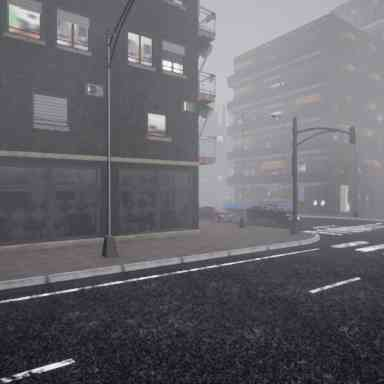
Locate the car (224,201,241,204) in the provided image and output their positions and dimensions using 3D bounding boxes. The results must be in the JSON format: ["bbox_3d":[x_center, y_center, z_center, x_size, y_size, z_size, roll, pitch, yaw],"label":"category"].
[{"bbox_3d":[5.013,1.901,33.826,1.895,1.301,4.718,0,-1,-35],"label":"car"}]

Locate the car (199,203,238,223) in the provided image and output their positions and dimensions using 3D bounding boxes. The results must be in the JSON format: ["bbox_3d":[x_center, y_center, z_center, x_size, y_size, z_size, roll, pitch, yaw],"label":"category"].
[{"bbox_3d":[1.760,1.874,28.656,1.802,1.307,4.206,-1,0,-36],"label":"car"}]

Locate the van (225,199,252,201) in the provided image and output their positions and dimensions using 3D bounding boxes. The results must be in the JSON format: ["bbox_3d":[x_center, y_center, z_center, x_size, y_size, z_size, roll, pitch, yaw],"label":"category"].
[{"bbox_3d":[5.175,1.675,38.093,1.690,1.788,3.998,-1,0,-36],"label":"van"}]

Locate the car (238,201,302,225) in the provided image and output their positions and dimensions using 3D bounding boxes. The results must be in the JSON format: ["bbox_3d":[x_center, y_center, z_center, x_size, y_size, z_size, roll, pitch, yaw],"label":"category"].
[{"bbox_3d":[6.437,1.716,26.648,2.128,1.511,4.902,0,-1,-37],"label":"car"}]

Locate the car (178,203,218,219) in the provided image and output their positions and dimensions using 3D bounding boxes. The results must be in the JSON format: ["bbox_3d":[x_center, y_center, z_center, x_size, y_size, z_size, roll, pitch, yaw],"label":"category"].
[{"bbox_3d":[0.546,1.919,34.649,1.994,1.385,4.181,0,-1,-36],"label":"car"}]

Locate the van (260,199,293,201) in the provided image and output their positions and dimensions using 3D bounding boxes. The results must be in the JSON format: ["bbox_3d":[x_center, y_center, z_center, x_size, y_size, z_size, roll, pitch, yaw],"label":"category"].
[{"bbox_3d":[8.494,1.602,33.580,1.690,1.788,3.998,-1,0,-36],"label":"van"}]
